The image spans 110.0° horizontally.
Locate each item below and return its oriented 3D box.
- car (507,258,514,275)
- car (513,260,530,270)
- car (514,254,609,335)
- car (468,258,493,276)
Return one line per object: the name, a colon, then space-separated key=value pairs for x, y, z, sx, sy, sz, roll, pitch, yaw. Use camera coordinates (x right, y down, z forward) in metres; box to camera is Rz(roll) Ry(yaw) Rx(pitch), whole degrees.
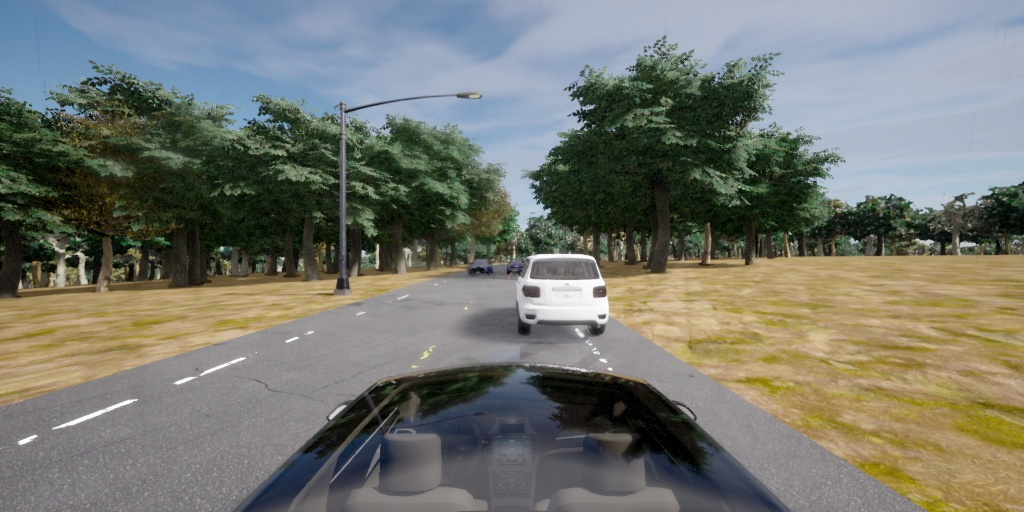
car: x=0.623 y=1.028 z=39.159 sx=2.097 sy=1.767 sz=4.553 roll=0 pitch=0 yaw=4
car: x=1.385 y=1.223 z=49.313 sx=1.895 sy=1.301 sz=4.718 roll=0 pitch=0 yaw=7
car: x=1.226 y=0.972 z=10.648 sx=2.150 sy=2.045 sz=5.566 roll=0 pitch=0 yaw=0
car: x=-3.184 y=1.041 z=36.927 sx=2.097 sy=1.767 sz=4.553 roll=0 pitch=0 yaw=3
